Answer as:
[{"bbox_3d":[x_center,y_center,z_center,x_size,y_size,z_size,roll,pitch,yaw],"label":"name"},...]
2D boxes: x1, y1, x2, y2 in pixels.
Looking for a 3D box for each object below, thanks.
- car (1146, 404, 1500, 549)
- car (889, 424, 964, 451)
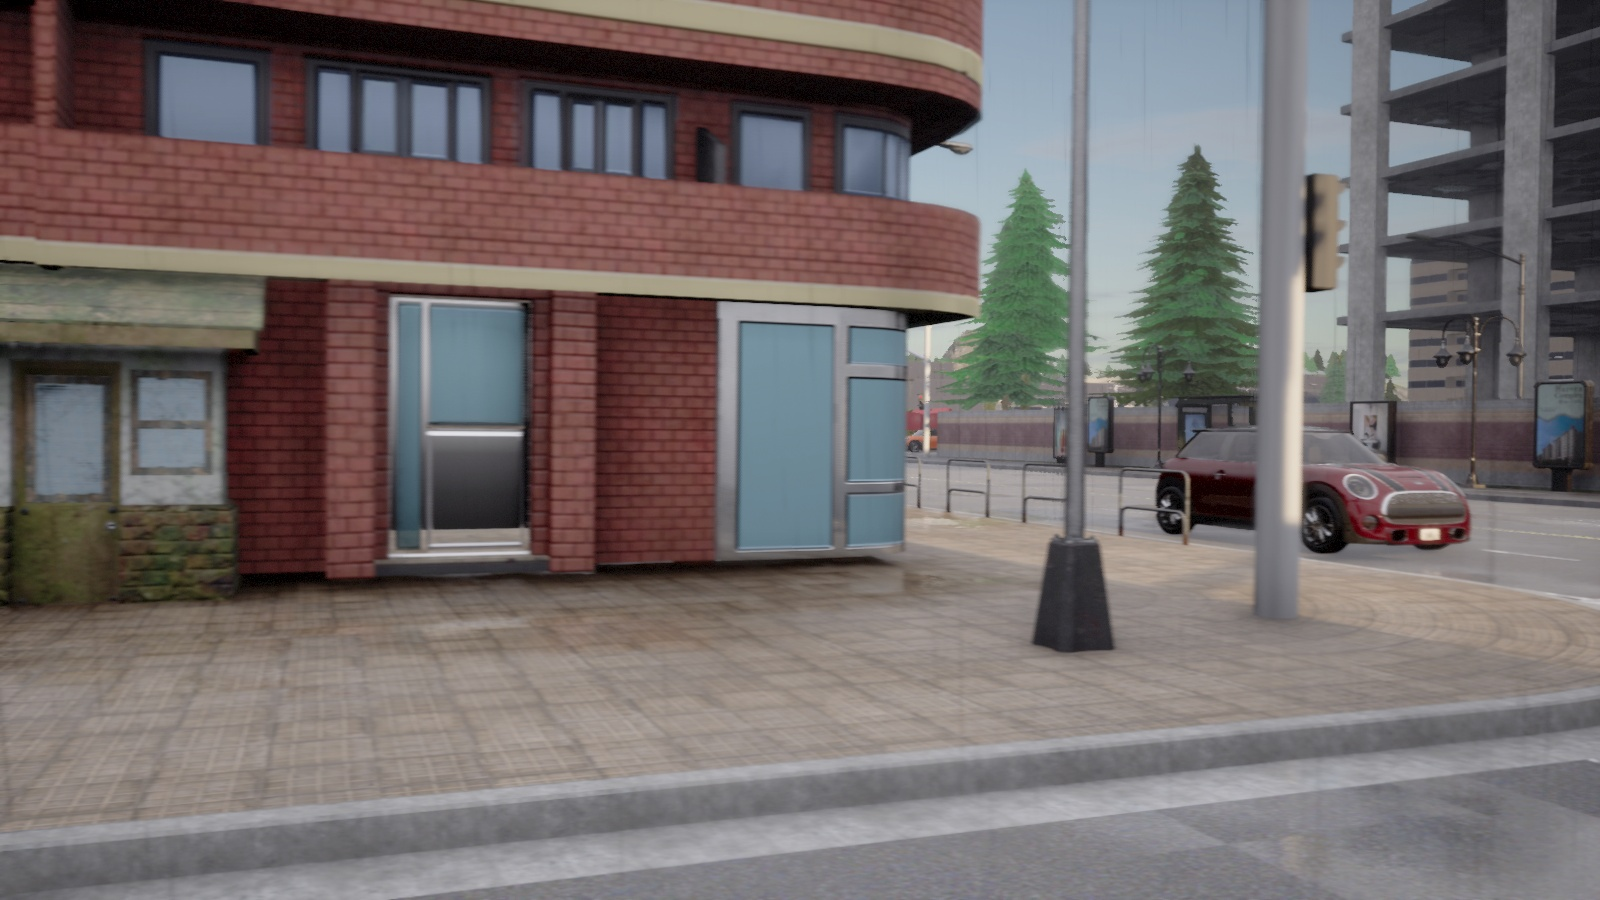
[{"bbox_3d":[7.217,0.287,17.925,2.097,1.767,4.553,-1,1,-21],"label":"car"},{"bbox_3d":[8.531,-0.873,84.907,4.553,1.767,2.097,-1,1,-22],"label":"car"}]
